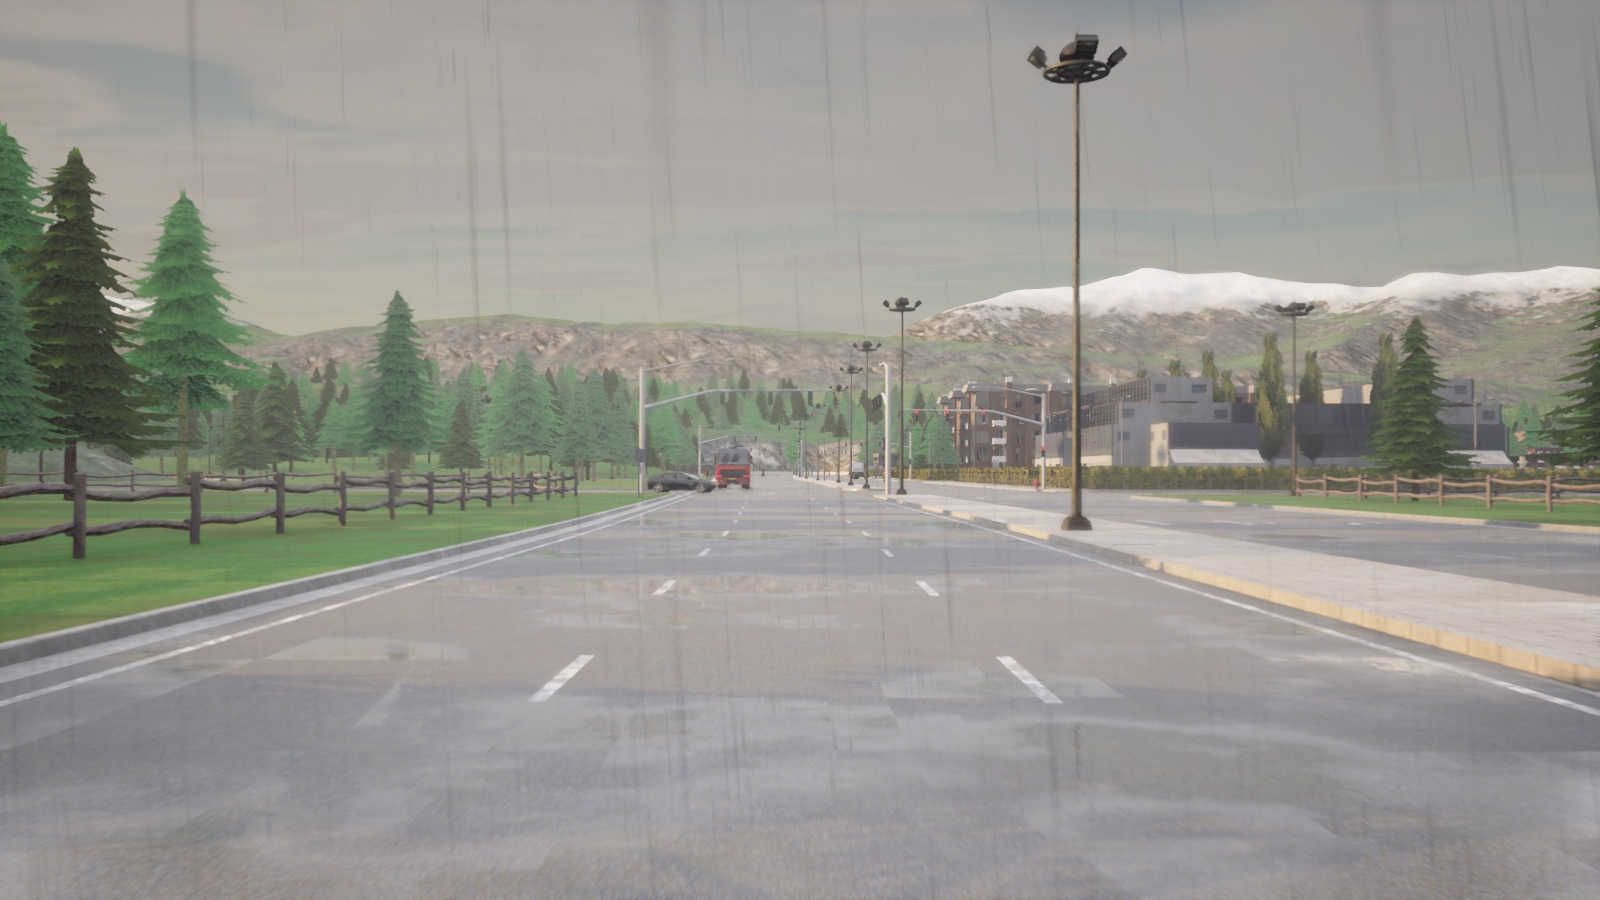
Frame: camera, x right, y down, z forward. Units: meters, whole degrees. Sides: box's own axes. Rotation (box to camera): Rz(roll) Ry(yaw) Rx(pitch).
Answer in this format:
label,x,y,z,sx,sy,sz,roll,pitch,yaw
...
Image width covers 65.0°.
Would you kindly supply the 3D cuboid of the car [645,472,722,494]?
label,x,y,z,sx,sy,sz,roll,pitch,yaw
car,-8.002,2.293,86.413,4.792,1.488,2.163,0,-1,12
